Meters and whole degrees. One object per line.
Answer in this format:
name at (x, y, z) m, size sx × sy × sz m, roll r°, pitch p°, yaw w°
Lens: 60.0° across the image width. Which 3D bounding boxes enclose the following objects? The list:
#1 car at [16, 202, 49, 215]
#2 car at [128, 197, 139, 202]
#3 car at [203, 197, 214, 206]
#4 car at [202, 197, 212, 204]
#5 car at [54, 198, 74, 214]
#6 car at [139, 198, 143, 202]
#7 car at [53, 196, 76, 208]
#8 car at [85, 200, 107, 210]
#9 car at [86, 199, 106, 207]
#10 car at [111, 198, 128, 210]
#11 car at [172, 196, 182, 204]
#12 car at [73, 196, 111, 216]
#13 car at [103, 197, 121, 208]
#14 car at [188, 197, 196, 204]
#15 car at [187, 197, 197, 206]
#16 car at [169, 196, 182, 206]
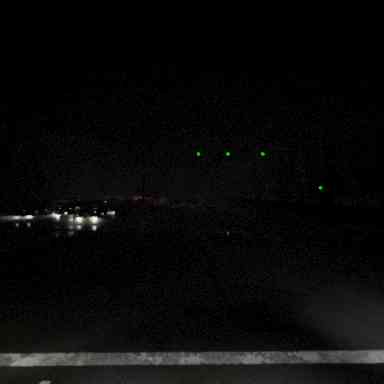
car at (-17.601, 1.834, 36.831) m, size 1.994 × 1.385 × 4.181 m, roll 0°, pitch 0°, yaw 0°
car at (-10.599, 1.754, 54.960) m, size 2.097 × 1.767 × 4.553 m, roll 0°, pitch 0°, yaw 0°
car at (3.476, 2.041, 67.526) m, size 2.033 × 1.411 × 5.357 m, roll 0°, pitch 0°, yaw 0°
car at (3.473, 1.942, 77.947) m, size 2.033 × 1.411 × 5.357 m, roll 0°, pitch 0°, yaw 0°
car at (-14.097, 1.792, 39.210) m, size 1.837 × 1.490 × 4.892 m, roll 0°, pitch 0°, yaw 0°
car at (-10.525, 2.003, 68.093) m, size 1.837 × 1.490 × 4.892 m, roll 0°, pitch -1°, yaw 0°
car at (-17.595, 1.566, 47.131) m, size 2.150 × 2.045 × 5.566 m, roll 0°, pitch 0°, yaw 1°
car at (-14.098, 1.923, 49.077) m, size 1.994 × 1.385 × 4.181 m, roll 0°, pitch 0°, yaw 0°
car at (-17.560, 1.994, 61.027) m, size 2.033 × 1.411 × 5.357 m, roll 0°, pitch 0°, yaw 1°
car at (-10.607, 1.878, 45.149) m, size 2.033 × 1.411 × 5.357 m, roll 0°, pitch 0°, yaw 0°
car at (-3.527, 1.757, 77.916) m, size 2.097 × 1.767 × 4.553 m, roll 0°, pitch 0°, yaw 0°
car at (-10.603, 1.613, 35.680) m, size 2.097 × 1.767 × 4.553 m, roll 0°, pitch 0°, yaw 0°
car at (-14.078, 1.784, 59.100) m, size 2.097 × 1.767 × 4.553 m, roll 0°, pitch 0°, yaw 0°
car at (-0.027, 1.880, 77.946) m, size 1.882 × 1.535 × 5.008 m, roll 0°, pitch 0°, yaw 0°
car at (-0.024, 1.999, 67.525) m, size 1.837 × 1.490 × 4.892 m, roll 0°, pitch 0°, yaw 0°
car at (-3.524, 1.999, 67.524) m, size 1.837 × 1.490 × 4.892 m, roll 0°, pitch 0°, yaw 0°
